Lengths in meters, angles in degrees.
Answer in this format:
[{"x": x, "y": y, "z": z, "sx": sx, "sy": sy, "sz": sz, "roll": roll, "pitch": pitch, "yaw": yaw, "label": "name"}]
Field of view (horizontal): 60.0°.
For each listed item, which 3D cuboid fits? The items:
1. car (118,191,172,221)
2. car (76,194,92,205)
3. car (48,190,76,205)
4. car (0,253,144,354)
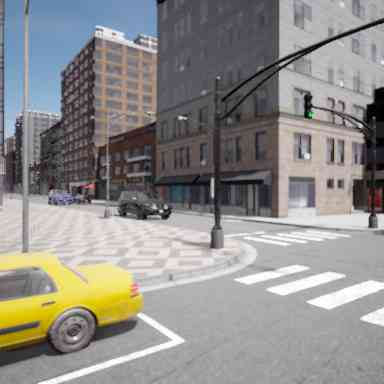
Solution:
[{"x": -3.689, "y": 0.940, "z": 24.997, "sx": 2.150, "sy": 2.045, "sz": 5.566, "roll": 0, "pitch": 0, "yaw": -35, "label": "car"}, {"x": -15.753, "y": 1.024, "z": 47.515, "sx": 1.812, "sy": 1.442, "sz": 4.674, "roll": 0, "pitch": 0, "yaw": -35, "label": "car"}, {"x": -18.031, "y": 0.713, "z": 45.385, "sx": 2.150, "sy": 2.045, "sz": 5.566, "roll": 0, "pitch": 0, "yaw": -35, "label": "car"}, {"x": -3.073, "y": 1.525, "z": 4.562, "sx": 4.829, "sy": 1.417, "sz": 1.752, "roll": 0, "pitch": 1, "yaw": -36, "label": "car"}]
